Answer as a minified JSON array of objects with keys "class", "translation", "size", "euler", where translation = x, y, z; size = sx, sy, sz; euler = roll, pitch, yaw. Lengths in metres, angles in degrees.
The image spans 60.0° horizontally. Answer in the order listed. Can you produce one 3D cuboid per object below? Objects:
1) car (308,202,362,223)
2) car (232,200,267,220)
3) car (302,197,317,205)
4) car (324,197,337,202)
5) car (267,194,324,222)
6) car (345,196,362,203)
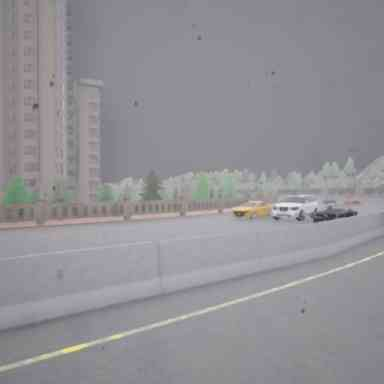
[{"class":"car","translation":[10.154,1.586,23.480],"size":[1.895,1.301,4.718],"euler":[0,0,40]},{"class":"car","translation":[5.347,1.501,28.667],"size":[1.882,1.535,5.008],"euler":[0,0,39]},{"class":"car","translation":[23.419,1.697,66.551],"size":[2.128,1.511,4.902],"euler":[-1,0,11]},{"class":"car","translation":[26.333,1.661,63.490],"size":[2.033,1.411,5.357],"euler":[0,0,14]},{"class":"car","translation":[8.516,1.225,26.966],"size":[2.150,2.045,5.566],"euler":[0,0,39]},{"class":"car","translation":[29.053,1.441,59.796],"size":[2.097,1.767,4.553],"euler":[-1,-1,15]}]
